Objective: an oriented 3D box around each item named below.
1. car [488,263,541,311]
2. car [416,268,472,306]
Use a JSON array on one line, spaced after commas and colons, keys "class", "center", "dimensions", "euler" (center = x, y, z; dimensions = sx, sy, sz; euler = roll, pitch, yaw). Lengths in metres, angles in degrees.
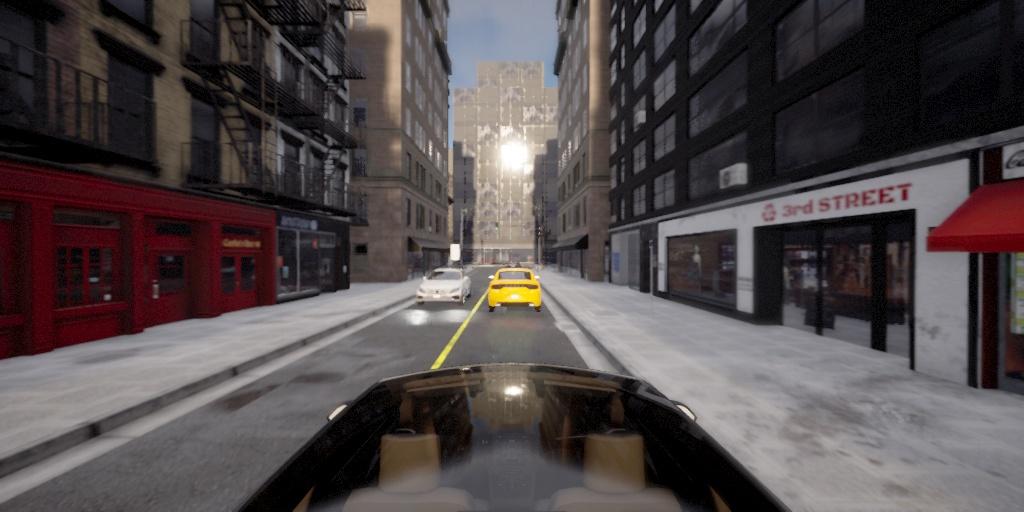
[{"class": "car", "center": [0.098, 1.219, 14.532], "dimensions": [1.882, 1.535, 5.008], "euler": [0, 0, 0]}, {"class": "car", "center": [-2.851, 1.265, 15.932], "dimensions": [1.812, 1.442, 4.674], "euler": [0, 0, 0]}]
